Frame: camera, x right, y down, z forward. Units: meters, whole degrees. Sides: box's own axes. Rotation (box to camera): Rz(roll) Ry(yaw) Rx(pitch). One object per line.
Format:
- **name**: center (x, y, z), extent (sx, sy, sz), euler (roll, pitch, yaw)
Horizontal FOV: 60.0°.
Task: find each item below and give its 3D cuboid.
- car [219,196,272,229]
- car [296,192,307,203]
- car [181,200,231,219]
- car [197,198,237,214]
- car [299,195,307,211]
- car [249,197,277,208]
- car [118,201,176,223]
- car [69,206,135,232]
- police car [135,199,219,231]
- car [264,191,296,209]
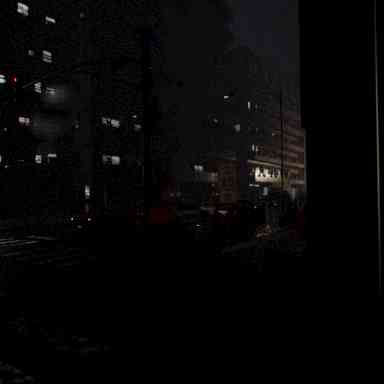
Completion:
- **car**: center (2.856, 1.200, 19.822), extent (1.967, 1.590, 4.097), euler (-1, 0, 36)
- **car**: center (19.221, 0.929, 56.919), extent (2.192, 1.841, 5.009), euler (-1, 0, 36)
- **car**: center (1.277, 1.430, 27.714), extent (1.895, 1.301, 4.718), euler (-1, 0, 36)
- **car**: center (2.620, 1.383, 33.974), extent (2.008, 1.369, 4.403), euler (-1, 0, 36)
- **car**: center (12.729, 1.195, 33.651), extent (1.947, 1.339, 4.313), euler (-1, 0, 36)
- **car**: center (9.262, 1.310, 43.152), extent (1.947, 1.339, 4.313), euler (-1, 0, 36)
- **car**: center (-3.377, 1.458, 25.843), extent (1.887, 1.381, 4.507), euler (-1, 0, 36)
- **car**: center (-4.697, 1.511, 19.431), extent (1.895, 1.301, 4.718), euler (-1, 0, 35)
- **police car**: center (-0.719, 1.340, 19.665), extent (2.038, 1.542, 4.974), euler (-1, 0, 36)
- **car**: center (10.108, 0.932, 39.896), extent (2.150, 2.045, 5.566), euler (-1, 0, 36)
